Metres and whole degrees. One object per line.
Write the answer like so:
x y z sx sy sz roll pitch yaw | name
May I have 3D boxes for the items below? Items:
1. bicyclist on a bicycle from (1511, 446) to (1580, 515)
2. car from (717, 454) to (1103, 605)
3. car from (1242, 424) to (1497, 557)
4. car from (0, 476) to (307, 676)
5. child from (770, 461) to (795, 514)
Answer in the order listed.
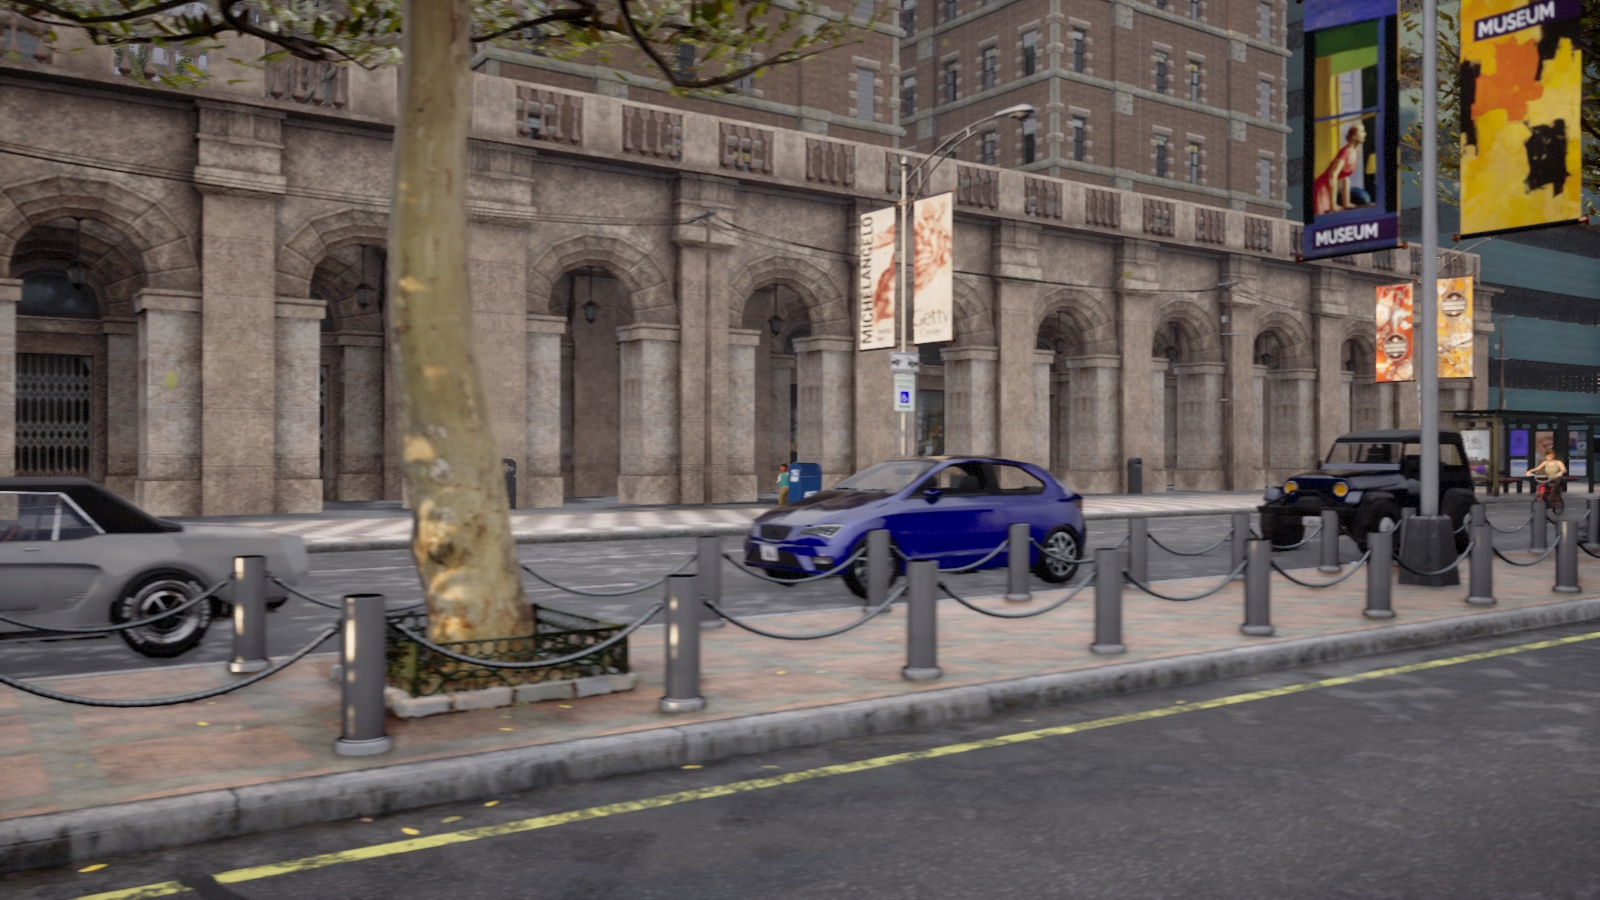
17.864 0.717 30.099 1.509 1.612 0.866 0 0 -35 | bicyclist on a bicycle
1.321 0.791 14.326 4.193 1.474 1.816 0 0 -35 | car
8.929 0.569 19.622 3.866 1.878 1.905 0 0 -35 | car
-6.258 0.881 9.050 4.718 1.301 1.895 0 0 -35 | car
-0.396 0.853 28.738 0.448 1.192 0.343 0 0 -35 | child
